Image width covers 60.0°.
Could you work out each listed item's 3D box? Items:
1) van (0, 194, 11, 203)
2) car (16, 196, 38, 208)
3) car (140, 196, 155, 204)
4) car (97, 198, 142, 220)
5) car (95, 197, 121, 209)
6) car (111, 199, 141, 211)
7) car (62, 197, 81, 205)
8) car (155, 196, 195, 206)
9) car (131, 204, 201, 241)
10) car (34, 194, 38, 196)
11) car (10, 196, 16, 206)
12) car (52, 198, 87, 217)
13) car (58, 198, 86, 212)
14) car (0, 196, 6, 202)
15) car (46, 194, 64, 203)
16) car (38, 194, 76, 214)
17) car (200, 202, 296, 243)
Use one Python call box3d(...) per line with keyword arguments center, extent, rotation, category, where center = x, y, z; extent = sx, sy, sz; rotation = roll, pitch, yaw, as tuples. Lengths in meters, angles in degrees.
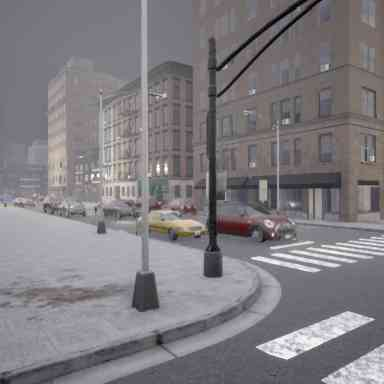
box3d(center=(-37.765, 1.348, 67.733), extent=(1.690, 1.788, 3.998), rotation=(0, 0, -36), category="van")
box3d(center=(-24.488, 1.592, 49.387), extent=(1.802, 1.307, 4.206), rotation=(0, 0, -36), category="car")
box3d(center=(-4.710, 1.289, 35.742), extent=(2.192, 1.841, 5.009), rotation=(0, 0, -36), category="car")
box3d(center=(-6.088, 1.509, 28.271), extent=(1.837, 1.490, 4.892), rotation=(0, 0, -37), category="car")
box3d(center=(-11.447, 1.497, 45.054), extent=(1.752, 1.417, 4.829), rotation=(0, 0, -36), category="car")
box3d(center=(-8.029, 1.539, 40.330), extent=(1.947, 1.339, 4.313), rotation=(0, 0, -36), category="car")
box3d(center=(-21.305, 1.520, 58.678), extent=(2.008, 1.369, 4.403), rotation=(0, 0, -36), category="car")
box3d(center=(-1.390, 1.415, 31.155), extent=(1.967, 1.590, 4.097), rotation=(0, 0, -36), category="car")
box3d(center=(-1.154, 1.543, 17.140), extent=(1.752, 1.417, 4.829), rotation=(0, 0, -36), category="car")
box3d(center=(-34.582, 1.533, 77.025), extent=(1.947, 1.339, 4.313), rotation=(0, 0, -36), category="car")
box3d(center=(-27.707, 1.534, 53.836), extent=(1.752, 1.417, 4.829), rotation=(0, 0, -36), category="car")
box3d(center=(-11.211, 1.565, 31.038), extent=(2.008, 1.369, 4.403), rotation=(0, 0, -36), category="car")
box3d(center=(-14.591, 1.477, 40.103), extent=(1.882, 1.535, 5.008), rotation=(0, 0, -36), category="car")
box3d(center=(-44.402, 1.557, 76.908), extent=(2.008, 1.369, 4.403), rotation=(0, 0, -36), category="car")
box3d(center=(-27.944, 1.283, 67.850), extent=(2.192, 1.841, 5.009), rotation=(0, 0, -36), category="car")
box3d(center=(-14.531, 1.328, 35.625), extent=(2.192, 1.841, 5.009), rotation=(0, 0, -36), category="car")
box3d(center=(2.778, 1.357, 16.236), extent=(2.097, 1.767, 4.553), rotation=(0, 0, -38), category="car")
